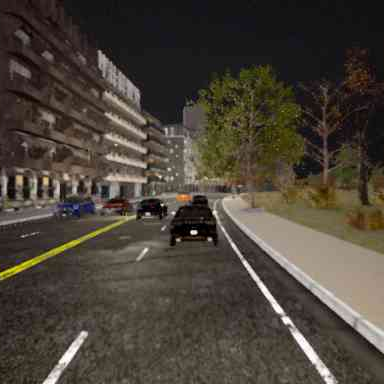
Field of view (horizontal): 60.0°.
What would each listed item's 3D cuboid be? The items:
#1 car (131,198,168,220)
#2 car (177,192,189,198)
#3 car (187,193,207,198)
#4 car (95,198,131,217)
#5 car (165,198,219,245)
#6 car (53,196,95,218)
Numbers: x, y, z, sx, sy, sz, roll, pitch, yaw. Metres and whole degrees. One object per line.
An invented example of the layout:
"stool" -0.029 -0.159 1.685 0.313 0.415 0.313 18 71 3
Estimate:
"car" -2.901 1.206 24.900 1.837 1.490 4.892 -1 1 2
"car" -1.076 0.707 51.224 2.097 1.767 4.553 -1 1 6
"car" 0.796 1.044 33.877 1.837 1.490 4.892 -1 1 3
"car" -6.203 1.238 27.791 1.812 1.442 4.674 -1 1 3
"car" 0.098 1.272 14.504 1.882 1.535 5.008 -1 1 1
"car" -9.480 1.120 27.103 2.097 1.767 4.553 -1 1 3
